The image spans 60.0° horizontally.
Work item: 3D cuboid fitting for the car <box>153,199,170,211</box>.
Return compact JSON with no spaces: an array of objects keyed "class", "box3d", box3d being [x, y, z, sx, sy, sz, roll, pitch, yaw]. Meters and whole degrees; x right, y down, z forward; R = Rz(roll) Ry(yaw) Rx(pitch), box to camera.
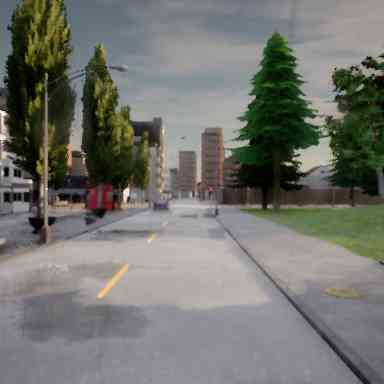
[{"class":"car","box3d":[-3.973,1.658,43.455,1.882,1.535,5.008,0,-1,0]}]
